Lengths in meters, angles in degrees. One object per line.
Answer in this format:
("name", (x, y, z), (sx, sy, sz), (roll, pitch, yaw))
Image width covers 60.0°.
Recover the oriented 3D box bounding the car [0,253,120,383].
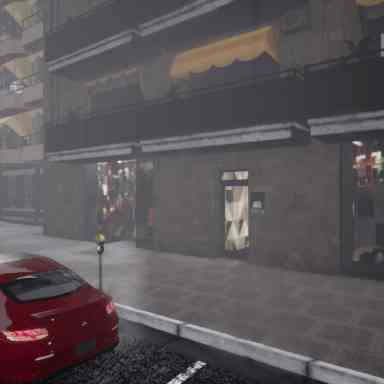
("car", (-2.867, 1.583, 4.925), (4.206, 1.307, 1.802), (0, 0, 36))
